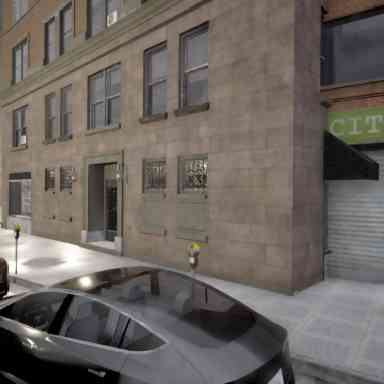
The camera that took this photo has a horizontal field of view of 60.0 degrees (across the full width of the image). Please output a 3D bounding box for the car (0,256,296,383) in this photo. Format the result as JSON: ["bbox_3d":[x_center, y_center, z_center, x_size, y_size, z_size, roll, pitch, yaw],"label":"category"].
[{"bbox_3d":[-1.041,1.565,3.815,4.313,1.339,1.947,0,1,35],"label":"car"}]
